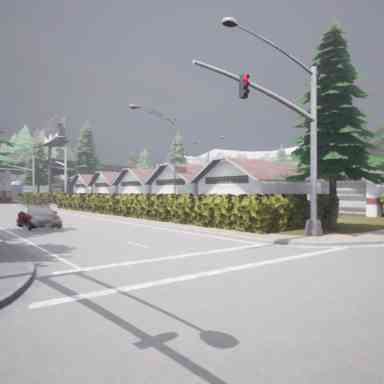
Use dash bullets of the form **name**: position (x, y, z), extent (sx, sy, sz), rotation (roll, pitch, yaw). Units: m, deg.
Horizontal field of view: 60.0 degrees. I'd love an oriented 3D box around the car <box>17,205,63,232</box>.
- **car**: position (-9.515, 1.572, 20.589), extent (1.812, 1.442, 4.674), rotation (0, 1, -38)
